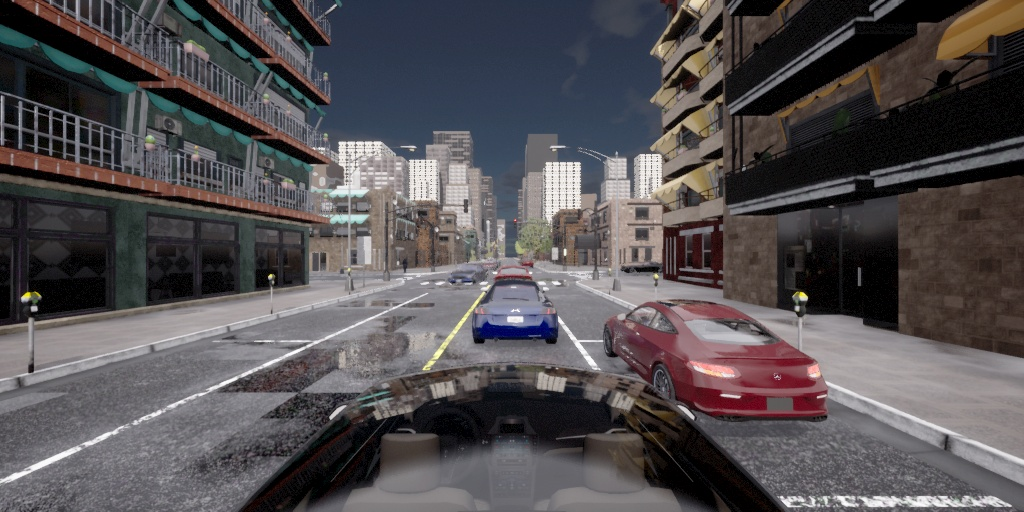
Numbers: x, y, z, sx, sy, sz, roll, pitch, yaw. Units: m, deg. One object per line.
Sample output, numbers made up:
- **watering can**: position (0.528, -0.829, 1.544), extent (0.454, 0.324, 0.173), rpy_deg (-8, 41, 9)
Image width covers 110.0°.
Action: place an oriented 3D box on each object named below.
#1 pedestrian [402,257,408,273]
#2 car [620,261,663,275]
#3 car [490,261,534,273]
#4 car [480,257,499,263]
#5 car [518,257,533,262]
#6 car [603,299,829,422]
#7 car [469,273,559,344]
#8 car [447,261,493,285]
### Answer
- **pedestrian**: position (-12.587, 1.061, 42.130), extent (0.375, 1.860, 0.375), rpy_deg (0, 0, 0)
- **car**: position (13.556, 1.199, 36.653), extent (4.718, 1.301, 1.895), rpy_deg (-1, 0, 0)
- **car**: position (0.067, 1.235, 18.610), extent (1.882, 1.535, 5.008), rpy_deg (0, 0, 0)
- **car**: position (-3.178, 1.312, 51.374), extent (1.812, 1.442, 4.674), rpy_deg (0, 0, 0)
- **car**: position (2.581, 1.114, 60.420), extent (2.192, 1.841, 5.009), rpy_deg (0, 0, 0)
- **car**: position (2.682, 1.333, 5.669), extent (1.802, 1.307, 4.207), rpy_deg (0, 0, 0)
- **car**: position (0.080, 1.317, 9.624), extent (1.994, 1.385, 4.181), rpy_deg (0, 0, 0)
- **car**: position (-3.151, 1.309, 26.672), extent (2.033, 1.411, 5.357), rpy_deg (0, 0, 9)
